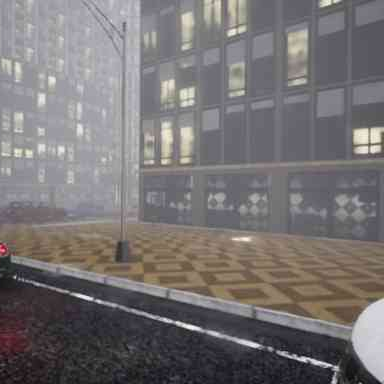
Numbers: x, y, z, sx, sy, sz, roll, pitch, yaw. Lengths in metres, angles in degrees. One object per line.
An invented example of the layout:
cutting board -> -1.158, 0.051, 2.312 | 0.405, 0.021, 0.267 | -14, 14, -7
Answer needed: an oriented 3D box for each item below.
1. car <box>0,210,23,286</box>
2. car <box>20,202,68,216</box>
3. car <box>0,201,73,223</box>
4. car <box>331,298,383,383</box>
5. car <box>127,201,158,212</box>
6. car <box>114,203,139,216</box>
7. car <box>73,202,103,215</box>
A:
car -> -6.532, 1.412, 8.335 | 4.553, 1.767, 2.097 | -1, 0, 35
car -> -16.999, 1.879, 38.446 | 1.752, 1.417, 4.829 | 0, 0, 36
car -> -13.502, 1.702, 29.072 | 2.192, 1.841, 5.009 | 0, 0, 36
car -> 3.474, 1.207, 1.207 | 5.566, 2.045, 2.150 | 0, 0, 36
car -> -6.981, 2.057, 47.626 | 1.994, 1.385, 4.181 | 1, 0, 37
car -> -6.702, 2.011, 38.282 | 1.752, 1.417, 4.829 | 0, 0, 36
car -> -13.086, 1.952, 39.375 | 2.033, 1.411, 5.357 | 1, 0, 37
